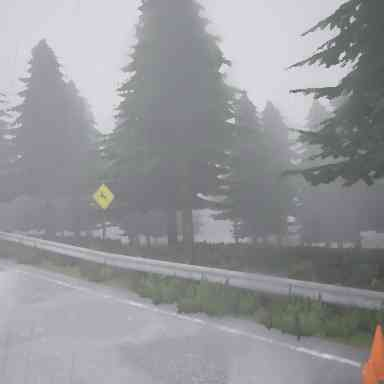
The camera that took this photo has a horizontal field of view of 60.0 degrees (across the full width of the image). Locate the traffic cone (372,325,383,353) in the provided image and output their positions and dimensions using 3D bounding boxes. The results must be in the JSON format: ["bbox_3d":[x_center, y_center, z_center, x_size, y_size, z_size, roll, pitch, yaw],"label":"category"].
[{"bbox_3d":[2.322,1.956,4.124,0.340,0.580,0.340,0,0,34],"label":"traffic cone"}]

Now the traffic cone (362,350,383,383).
[{"bbox_3d":[1.775,1.956,3.290,0.340,0.580,0.340,0,0,34],"label":"traffic cone"}]
